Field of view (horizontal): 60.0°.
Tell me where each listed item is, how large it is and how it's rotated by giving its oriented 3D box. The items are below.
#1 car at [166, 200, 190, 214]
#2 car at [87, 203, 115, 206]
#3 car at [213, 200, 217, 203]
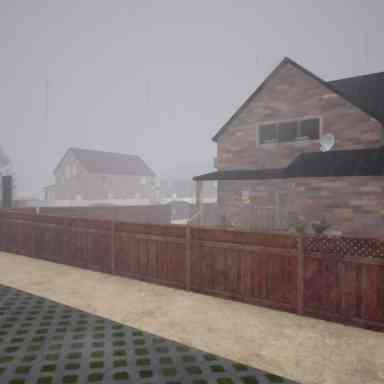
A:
[{"bbox_3d":[-1.833,1.701,37.748,1.837,1.490,4.892,0,0,35],"label":"car"},{"bbox_3d":[-8.101,1.674,28.928,2.033,1.411,5.357,0,0,35],"label":"car"},{"bbox_3d":[4.162,1.743,46.141,1.882,1.535,5.008,0,0,36],"label":"car"}]
